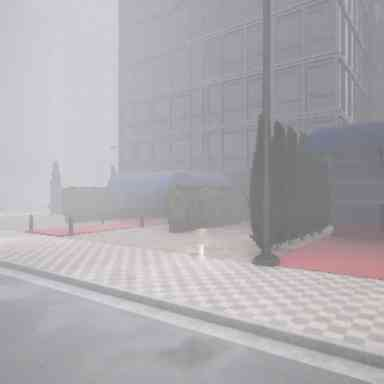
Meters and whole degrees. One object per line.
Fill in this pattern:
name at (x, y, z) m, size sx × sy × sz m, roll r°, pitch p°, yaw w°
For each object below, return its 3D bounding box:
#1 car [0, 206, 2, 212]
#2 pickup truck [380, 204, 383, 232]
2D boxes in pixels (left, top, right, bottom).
car at (-21.190, 1.495, 32.843) m, size 1.994 × 1.385 × 4.181 m, roll 0°, pitch 0°, yaw 36°
pickup truck at (8.878, 1.056, 9.354) m, size 2.390 × 2.098 × 6.274 m, roll 0°, pitch 0°, yaw -24°
